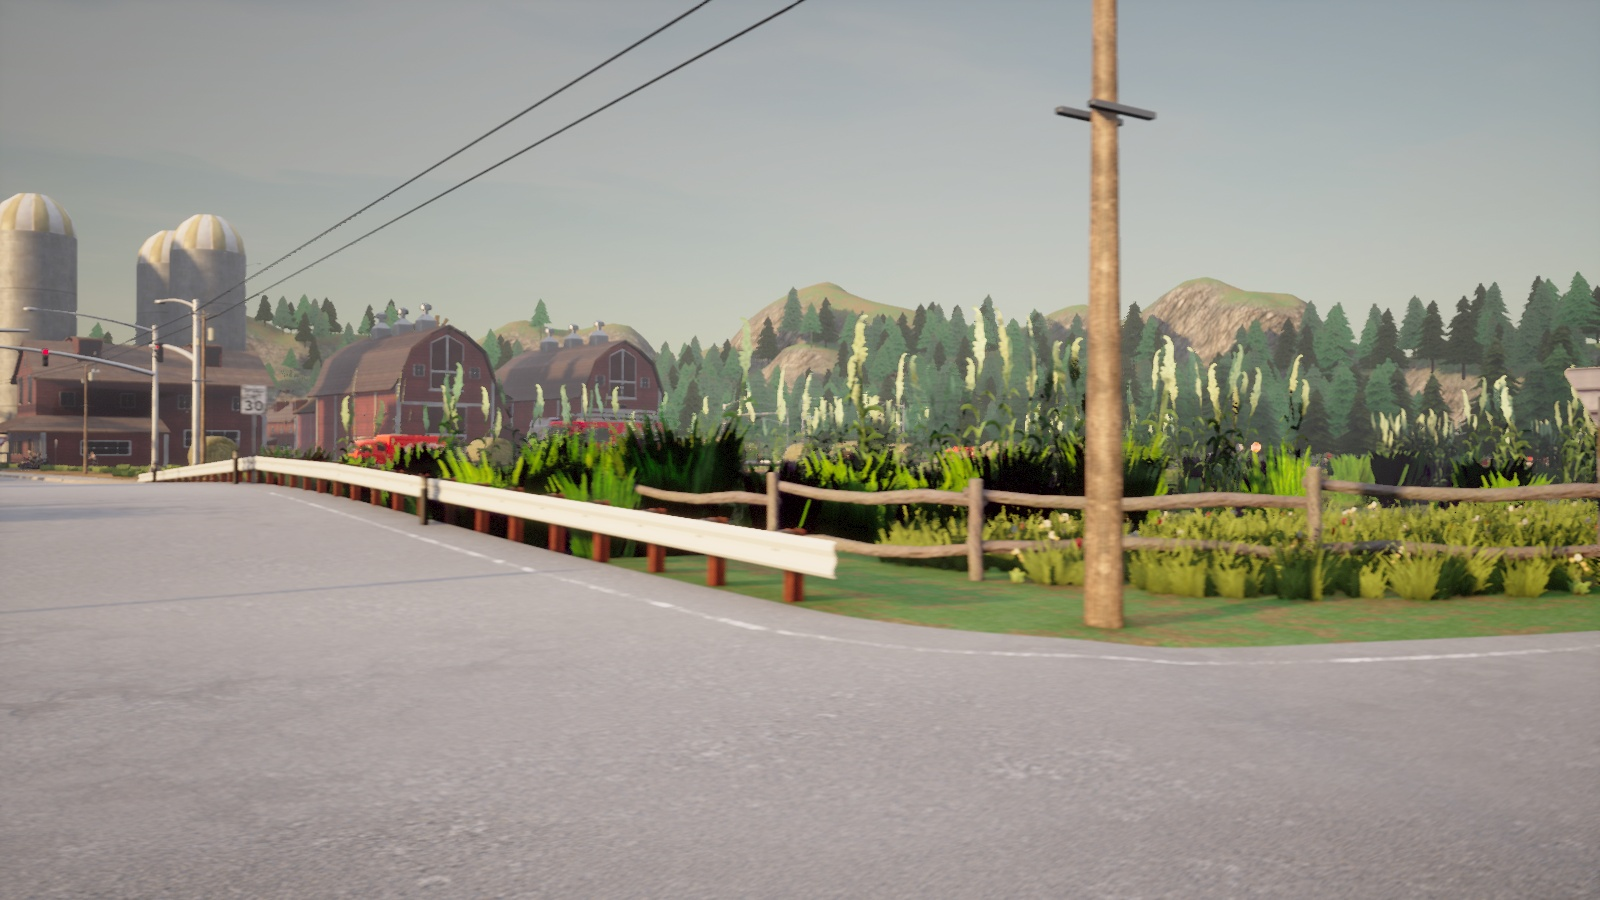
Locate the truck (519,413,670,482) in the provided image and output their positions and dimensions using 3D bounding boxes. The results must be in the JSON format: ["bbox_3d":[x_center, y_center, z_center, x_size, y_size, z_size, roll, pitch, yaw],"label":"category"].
[{"bbox_3d":[-12.014,-0.125,73.942,8.468,3.827,2.891,0,0,-38],"label":"truck"}]

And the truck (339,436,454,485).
[{"bbox_3d":[-21.367,0.544,66.549,5.204,2.467,2.627,0,0,-38],"label":"truck"}]
